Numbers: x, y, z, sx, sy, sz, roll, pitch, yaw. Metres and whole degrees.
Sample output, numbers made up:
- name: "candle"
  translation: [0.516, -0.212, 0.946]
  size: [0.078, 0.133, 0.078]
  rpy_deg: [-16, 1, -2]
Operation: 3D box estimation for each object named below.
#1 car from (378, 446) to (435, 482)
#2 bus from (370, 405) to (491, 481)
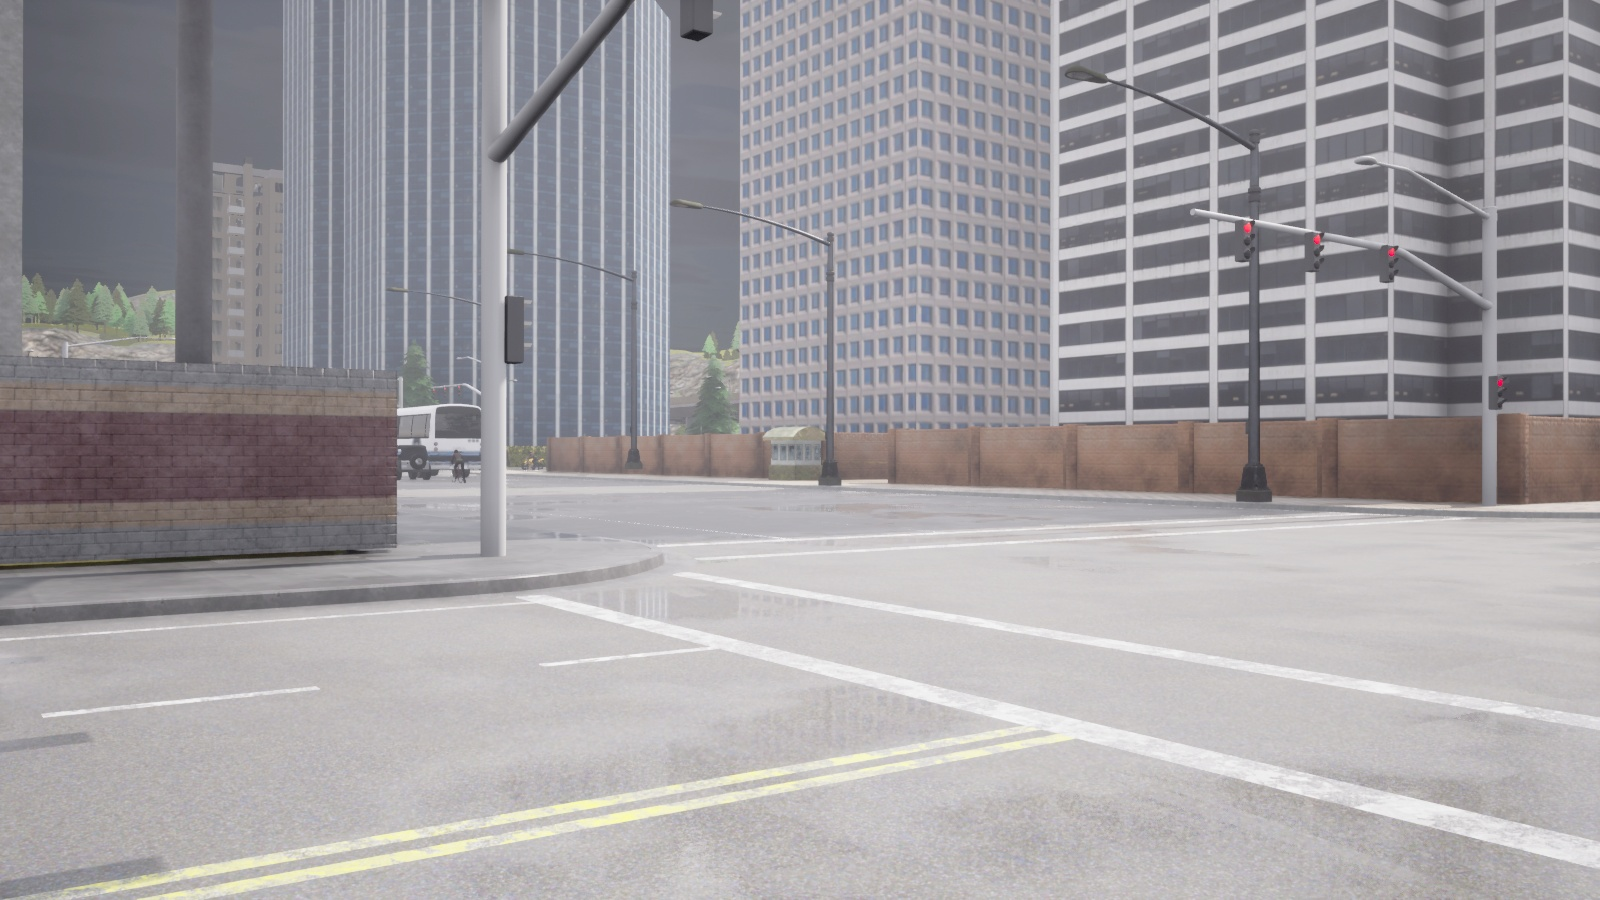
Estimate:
- name: "car"
  translation: [-21.288, 0.752, 67.864]
  size: [1.905, 1.878, 3.866]
  rpy_deg: [0, 0, -35]
- name: "bus"
  translation: [-22.406, -0.399, 75.653]
  size: [3.944, 4.253, 10.273]
  rpy_deg: [0, 0, -35]
